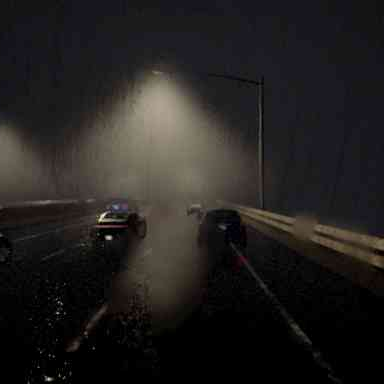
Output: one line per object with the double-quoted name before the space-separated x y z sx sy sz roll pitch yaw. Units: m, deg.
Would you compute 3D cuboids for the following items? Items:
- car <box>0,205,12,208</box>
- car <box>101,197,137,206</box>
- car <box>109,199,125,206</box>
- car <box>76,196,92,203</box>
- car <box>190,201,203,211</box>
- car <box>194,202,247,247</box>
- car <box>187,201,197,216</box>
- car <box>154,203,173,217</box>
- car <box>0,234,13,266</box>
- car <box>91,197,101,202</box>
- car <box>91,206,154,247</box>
"car" -17.331 1.836 29.725 1.994 1.385 4.181 0 -1 1
"car" -6.605 1.518 31.869 2.150 2.045 5.566 0 0 1
"car" -16.029 2.222 71.492 2.033 1.411 5.357 0 -1 2
"car" -23.023 1.910 71.768 2.150 2.045 5.566 0 -1 2
"car" 0.714 2.077 50.067 1.895 1.301 4.718 0 -1 2
"car" 1.295 1.496 15.855 2.097 1.767 4.553 0 -1 1
"car" 0.434 1.947 37.182 1.895 1.301 4.718 0 -1 2
"car" -3.043 1.850 34.880 1.812 1.442 4.674 0 0 1
"car" -6.872 1.586 9.133 1.837 1.490 4.892 0 0 0
"car" -19.525 2.184 71.644 1.837 1.490 4.892 0 -1 2
"car" -3.323 1.635 15.824 2.128 1.511 4.902 0 0 0
